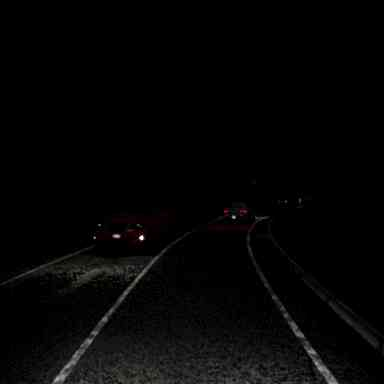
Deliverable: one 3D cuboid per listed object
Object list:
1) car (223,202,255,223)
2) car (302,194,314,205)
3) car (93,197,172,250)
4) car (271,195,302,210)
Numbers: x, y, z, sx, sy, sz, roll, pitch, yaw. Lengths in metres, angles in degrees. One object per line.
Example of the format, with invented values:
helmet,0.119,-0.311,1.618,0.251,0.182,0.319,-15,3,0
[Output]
car,3.541,1.481,24.857,1.812,1.442,4.674,-2,0,18
car,17.407,1.180,52.740,4.553,1.767,2.097,-1,-3,-43
car,-2.369,1.254,14.815,2.150,2.045,5.566,-1,0,8
car,11.292,1.170,40.377,2.097,1.767,4.553,-4,-1,33
